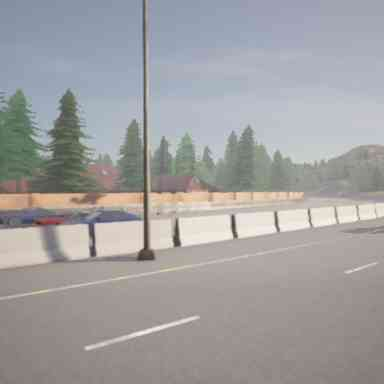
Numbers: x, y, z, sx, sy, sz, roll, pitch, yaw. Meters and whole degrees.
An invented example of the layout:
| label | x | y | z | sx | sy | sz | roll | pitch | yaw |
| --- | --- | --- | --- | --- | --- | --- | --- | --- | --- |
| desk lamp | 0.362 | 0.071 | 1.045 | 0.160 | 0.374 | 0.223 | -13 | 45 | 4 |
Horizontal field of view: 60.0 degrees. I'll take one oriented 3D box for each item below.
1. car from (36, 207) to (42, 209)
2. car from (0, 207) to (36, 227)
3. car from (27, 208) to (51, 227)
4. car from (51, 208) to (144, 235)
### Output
| label | x | y | z | sx | sy | sz | roll | pitch | yaw |
| --- | --- | --- | --- | --- | --- | --- | --- | --- | --- |
| car | -8.355 | 1.824 | 24.015 | 4.718 | 1.301 | 1.895 | 0 | 0 | -38 |
| car | -12.321 | 1.837 | 25.404 | 4.181 | 1.385 | 1.994 | 0 | 0 | -37 |
| car | -7.228 | 1.793 | 20.469 | 4.718 | 1.301 | 1.895 | 0 | 0 | -37 |
| car | -4.786 | 1.678 | 17.936 | 4.674 | 1.442 | 1.812 | 0 | 0 | -38 |
